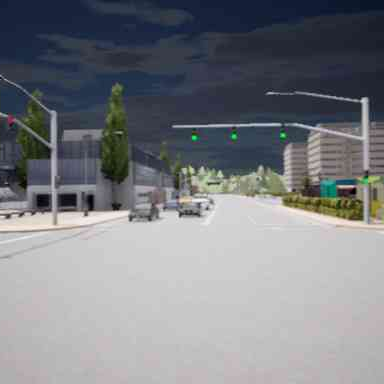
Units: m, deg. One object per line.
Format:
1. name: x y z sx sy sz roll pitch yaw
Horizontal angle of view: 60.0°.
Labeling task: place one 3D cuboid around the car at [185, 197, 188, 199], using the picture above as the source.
1. car: -0.899 1.599 57.130 1.882 1.535 5.008 -1 0 6

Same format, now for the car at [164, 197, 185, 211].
1. car: -2.474 1.640 42.336 1.812 1.442 4.674 -1 0 6

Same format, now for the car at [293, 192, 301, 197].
1. car: 26.105 0.945 76.785 3.866 1.878 1.905 -1 0 4

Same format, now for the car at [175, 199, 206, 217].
1. car: -0.088 1.625 31.505 1.994 1.385 4.181 -1 0 6

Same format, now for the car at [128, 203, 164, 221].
1. car: -3.967 1.634 28.114 1.812 1.442 4.674 -1 0 6

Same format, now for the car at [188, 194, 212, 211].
1. car: 1.090 1.291 42.911 2.150 2.045 5.566 -1 0 5

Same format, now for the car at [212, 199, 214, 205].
1. car: 2.988 1.639 60.345 1.994 1.385 4.181 -1 0 6
